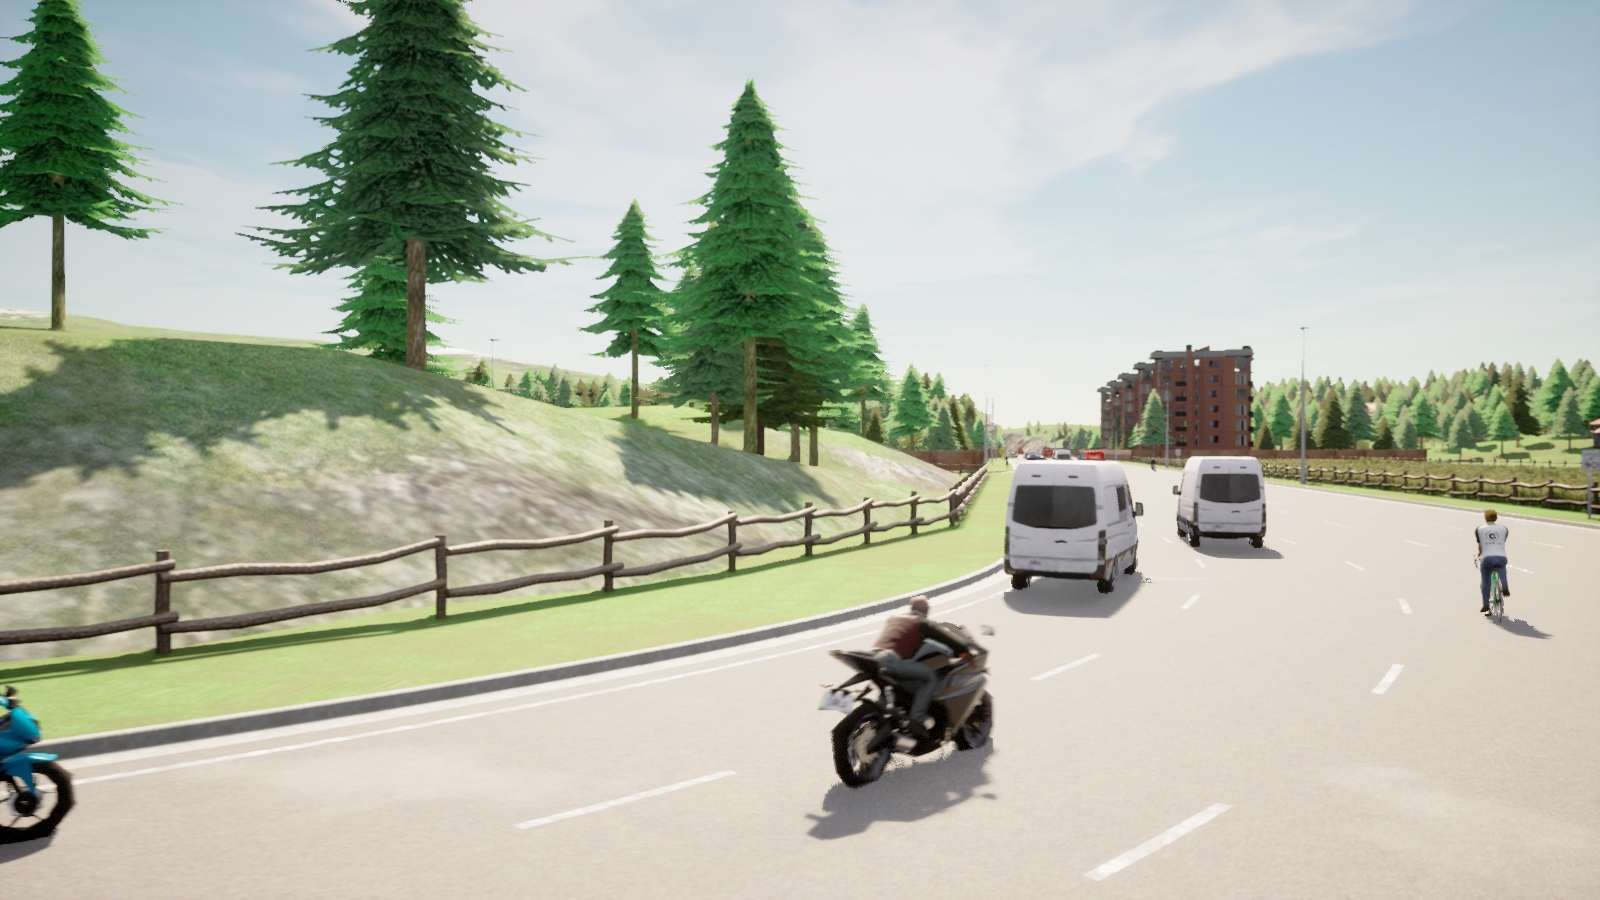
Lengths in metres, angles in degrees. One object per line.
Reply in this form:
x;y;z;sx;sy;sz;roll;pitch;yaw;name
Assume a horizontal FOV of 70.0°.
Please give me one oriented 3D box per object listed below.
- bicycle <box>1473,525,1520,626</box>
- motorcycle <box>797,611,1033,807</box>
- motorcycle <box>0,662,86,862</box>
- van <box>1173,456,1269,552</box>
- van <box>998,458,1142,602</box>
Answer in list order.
11.367;2.018;18.676;0.373;1.496;1.643;-4;-2;25;bicycle
1.063;2.192;10.094;0.867;1.251;2.209;-3;-2;43;motorcycle
-6.050;2.188;7.704;2.033;1.199;0.803;0;-3;-36;motorcycle
12.498;1.482;34.275;1.988;2.561;5.915;0;0;13;van
5.863;1.502;24.176;1.988;2.561;5.915;1;0;23;van
